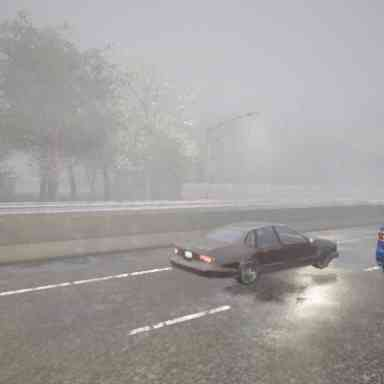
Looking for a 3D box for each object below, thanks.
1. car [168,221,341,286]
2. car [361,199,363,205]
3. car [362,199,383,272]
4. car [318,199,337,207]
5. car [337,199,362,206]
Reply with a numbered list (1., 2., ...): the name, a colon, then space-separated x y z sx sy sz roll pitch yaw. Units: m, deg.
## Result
1. car: 1.975 1.563 9.494 5.357 1.411 2.033 0 0 -35
2. car: 24.256 1.720 42.745 4.718 1.301 1.895 0 0 -35
3. car: 7.084 1.244 8.813 5.566 2.045 2.150 0 0 -35
4. car: 20.171 1.683 48.394 4.181 1.385 1.994 0 0 -36
5. car: 22.833 1.669 46.019 5.357 1.411 2.033 0 0 -35
